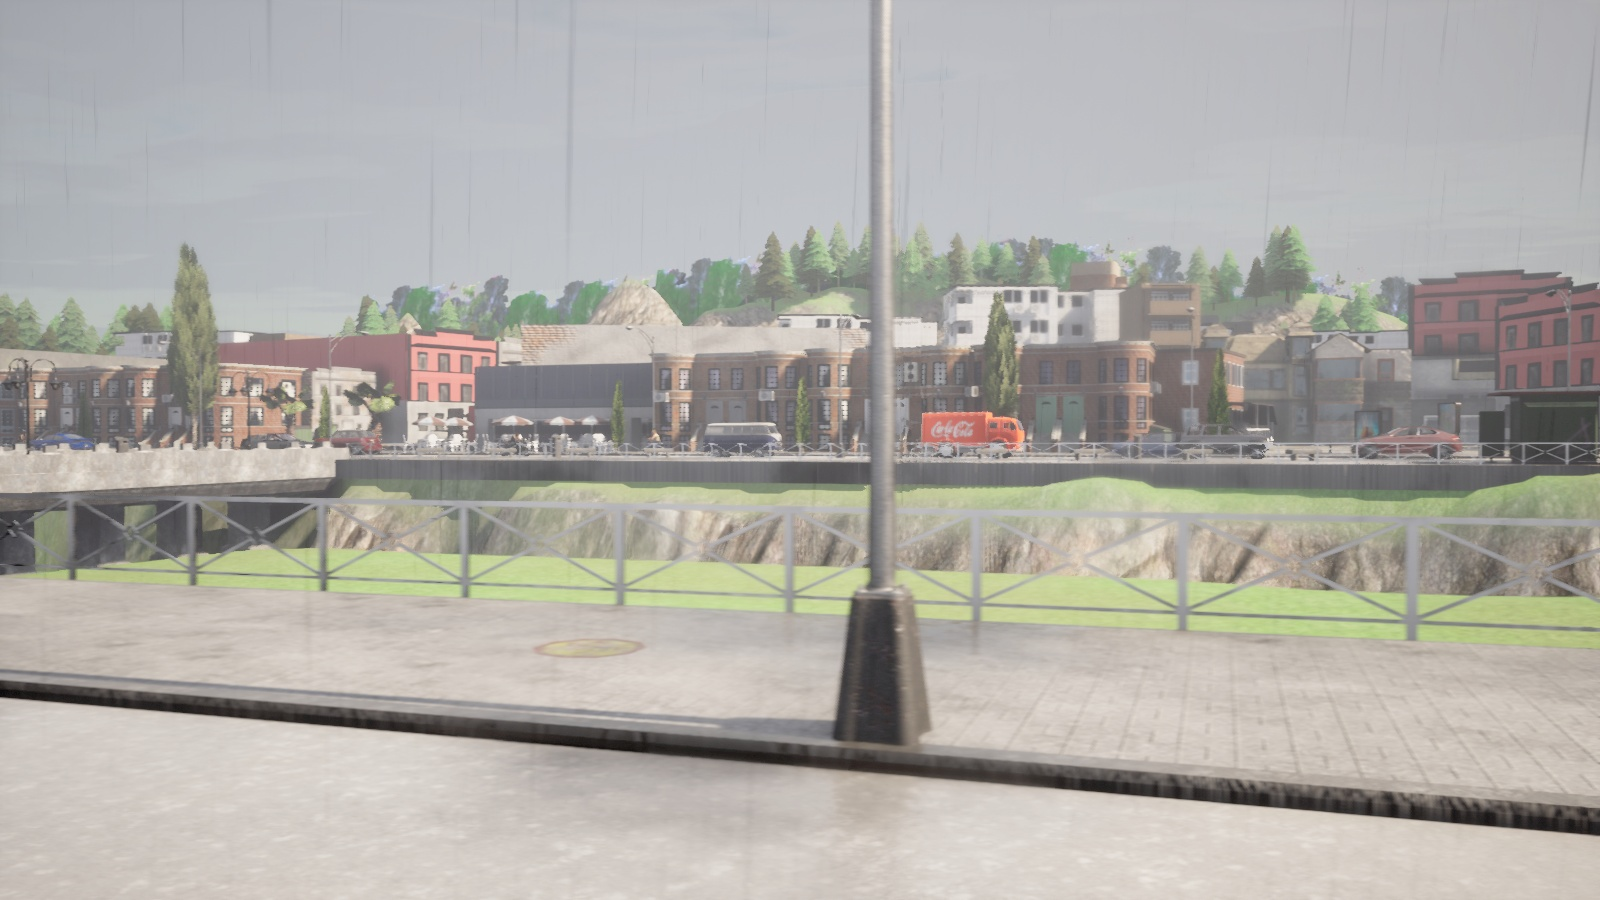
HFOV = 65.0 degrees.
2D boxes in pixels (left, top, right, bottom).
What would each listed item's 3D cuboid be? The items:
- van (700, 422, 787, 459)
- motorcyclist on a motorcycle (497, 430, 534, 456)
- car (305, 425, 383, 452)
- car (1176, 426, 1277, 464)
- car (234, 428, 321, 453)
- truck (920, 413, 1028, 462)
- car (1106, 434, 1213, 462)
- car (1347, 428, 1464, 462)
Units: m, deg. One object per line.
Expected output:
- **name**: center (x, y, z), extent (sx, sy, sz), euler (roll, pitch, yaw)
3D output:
- **van**: center (-3.141, -0.551, 69.857), extent (4.442, 1.987, 1.775), euler (1, 1, 19)
- **motorcyclist on a motorcycle**: center (-16.861, -0.447, 74.472), extent (2.044, 1.523, 0.797), euler (1, 1, 19)
- **car**: center (-30.216, -0.761, 83.178), extent (4.553, 1.767, 2.097), euler (1, 1, 19)
- **car**: center (20.946, -0.267, 61.762), extent (4.605, 1.855, 1.932), euler (1, 1, 19)
- **car**: center (-33.251, -0.623, 79.981), extent (4.902, 1.511, 2.128), euler (1, 1, 19)
- **truck**: center (9.113, -0.679, 65.735), extent (5.204, 2.467, 2.627), euler (1, 1, 19)
- **car**: center (19.077, -0.121, 66.613), extent (5.357, 1.411, 2.033), euler (1, 1, 19)
- **car**: center (30.218, -0.288, 62.864), extent (5.027, 1.651, 2.152), euler (1, 1, 19)
